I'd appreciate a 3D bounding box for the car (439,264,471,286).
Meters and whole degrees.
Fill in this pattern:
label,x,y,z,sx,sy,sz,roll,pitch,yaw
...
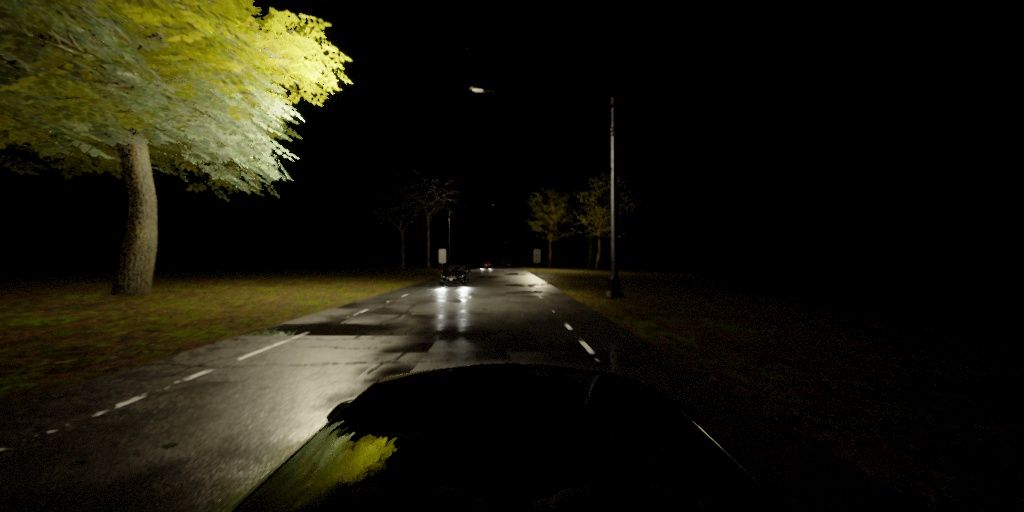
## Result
label,x,y,z,sx,sy,sz,roll,pitch,yaw
car,-4.087,1.351,26.257,1.837,1.490,4.892,0,-1,-1
